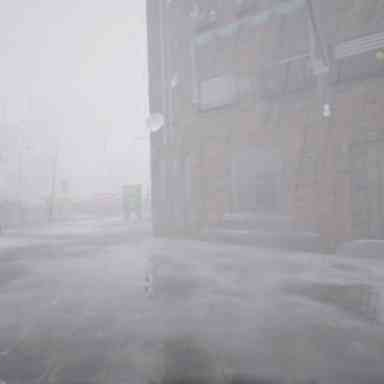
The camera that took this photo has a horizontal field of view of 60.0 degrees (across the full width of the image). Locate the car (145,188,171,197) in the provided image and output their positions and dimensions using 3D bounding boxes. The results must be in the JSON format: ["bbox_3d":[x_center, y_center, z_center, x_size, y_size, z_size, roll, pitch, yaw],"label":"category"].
[{"bbox_3d":[-6.834,0.099,67.143,4.792,1.488,2.163,-2,2,24],"label":"car"}]

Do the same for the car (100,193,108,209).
[{"bbox_3d":[-14.696,1.177,49.136,4.892,1.521,2.231,-2,2,24],"label":"car"}]

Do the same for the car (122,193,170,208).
[{"bbox_3d":[-5.526,1.002,39.809,5.366,1.575,1.946,-2,2,24],"label":"car"}]

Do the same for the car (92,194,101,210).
[{"bbox_3d":[-15.765,1.367,46.697,4.674,1.452,2.002,-2,2,24],"label":"car"}]

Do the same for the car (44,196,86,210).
[{"bbox_3d":[-16.883,1.485,44.143,4.892,1.521,2.231,-2,2,24],"label":"car"}]

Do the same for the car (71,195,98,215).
[{"bbox_3d":[-12.519,1.546,34.655,2.128,1.511,4.902,-2,1,23],"label":"car"}]

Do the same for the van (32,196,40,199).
[{"bbox_3d":[-17.896,1.405,41.527,4.442,1.987,1.878,-2,2,24],"label":"van"}]

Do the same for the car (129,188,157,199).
[{"bbox_3d":[-9.174,0.268,61.935,4.553,1.767,2.185,-2,2,24],"label":"car"}]

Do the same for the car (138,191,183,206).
[{"bbox_3d":[-4.016,0.824,42.352,5.366,1.575,1.946,-2,2,24],"label":"car"}]

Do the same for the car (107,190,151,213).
[{"bbox_3d":[-6.563,1.035,37.049,4.553,1.767,2.185,-2,2,24],"label":"car"}]

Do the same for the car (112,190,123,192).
[{"bbox_3d":[-13.545,1.014,51.813,4.892,1.521,2.231,-2,2,24],"label":"car"}]
